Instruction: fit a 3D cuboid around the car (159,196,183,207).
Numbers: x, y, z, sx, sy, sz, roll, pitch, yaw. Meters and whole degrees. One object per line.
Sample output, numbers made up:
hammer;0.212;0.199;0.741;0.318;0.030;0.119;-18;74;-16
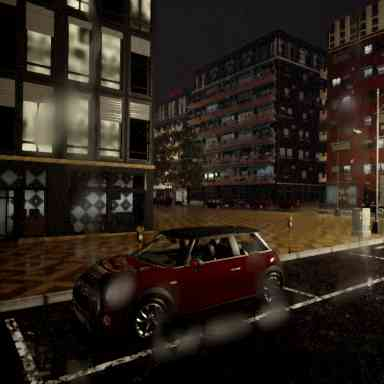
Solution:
car;-3.177;1.732;55.110;1.887;1.381;4.507;1;-1;-35

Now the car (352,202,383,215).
car;20.007;1.730;36.755;1.947;1.339;4.313;1;-1;-35

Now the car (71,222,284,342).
car;-0.151;1.441;6.430;4.097;1.590;1.967;0;1;-35

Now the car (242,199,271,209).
car;10.209;1.799;50.662;1.887;1.381;4.507;1;-1;-35

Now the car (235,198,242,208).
car;6.943;1.725;55.298;1.967;1.590;4.097;1;-1;-35

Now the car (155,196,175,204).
car;-6.121;1.724;73.842;2.192;1.841;5.009;1;-1;-35

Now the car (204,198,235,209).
car;3.355;1.677;45.839;2.008;1.369;4.403;1;-1;-35

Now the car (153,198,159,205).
car;-6.443;1.763;59.746;1.887;1.381;4.507;1;-1;-35

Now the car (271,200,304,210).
car;13.475;1.806;46.026;1.802;1.307;4.206;1;-1;-35
